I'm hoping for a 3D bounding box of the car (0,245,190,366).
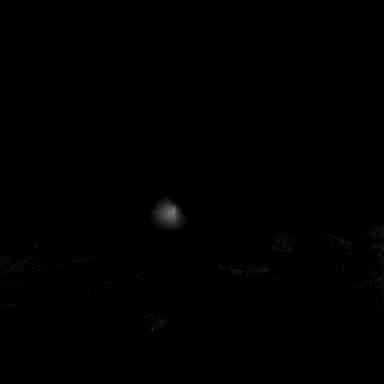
[{"bbox_3d":[-2.032,1.566,5.087,4.313,1.339,1.947,0,0,-35],"label":"car"}]

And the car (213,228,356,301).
[{"bbox_3d":[2.448,1.582,8.280,4.206,1.307,1.802,0,0,-35],"label":"car"}]
